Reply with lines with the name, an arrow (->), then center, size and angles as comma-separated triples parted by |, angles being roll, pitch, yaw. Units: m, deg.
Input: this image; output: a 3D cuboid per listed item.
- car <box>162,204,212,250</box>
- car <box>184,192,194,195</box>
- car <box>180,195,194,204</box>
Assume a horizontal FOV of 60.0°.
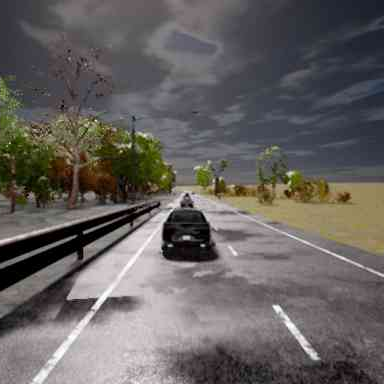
car -> -0.224, 1.472, 14.237 | 1.882, 1.535, 5.008 | 0, 0, -1
car -> -1.189, 1.388, 80.990 | 1.994, 1.385, 4.181 | 0, 0, -1
car -> -0.720, 1.517, 48.444 | 1.895, 1.301, 4.718 | 0, 0, -1
